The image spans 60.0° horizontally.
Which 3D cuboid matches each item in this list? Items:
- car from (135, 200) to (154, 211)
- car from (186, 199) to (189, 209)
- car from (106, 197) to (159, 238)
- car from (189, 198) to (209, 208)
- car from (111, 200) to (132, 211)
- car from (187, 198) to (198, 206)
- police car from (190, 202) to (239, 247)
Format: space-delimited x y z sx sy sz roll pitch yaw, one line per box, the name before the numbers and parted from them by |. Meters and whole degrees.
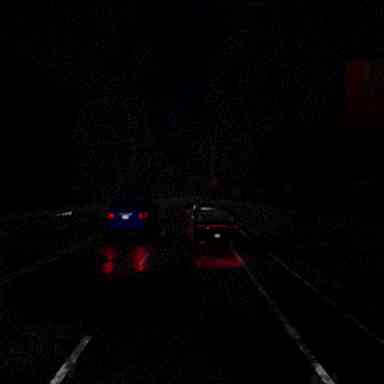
car | -6.569 1.843 46.433 1.994 1.385 4.181 0 -1 0
car | 0.016 1.838 50.268 1.812 1.442 4.674 0 0 0
car | -3.145 1.292 18.397 2.150 2.045 5.566 0 0 0
car | 0.983 1.497 31.284 2.097 1.767 4.553 0 0 0
car | -9.819 1.843 46.428 1.994 1.385 4.181 0 -1 0
car | 0.020 1.953 67.158 2.128 1.511 4.902 0 -1 0
police car | 0.980 1.484 15.420 1.930 1.638 5.238 0 0 0
